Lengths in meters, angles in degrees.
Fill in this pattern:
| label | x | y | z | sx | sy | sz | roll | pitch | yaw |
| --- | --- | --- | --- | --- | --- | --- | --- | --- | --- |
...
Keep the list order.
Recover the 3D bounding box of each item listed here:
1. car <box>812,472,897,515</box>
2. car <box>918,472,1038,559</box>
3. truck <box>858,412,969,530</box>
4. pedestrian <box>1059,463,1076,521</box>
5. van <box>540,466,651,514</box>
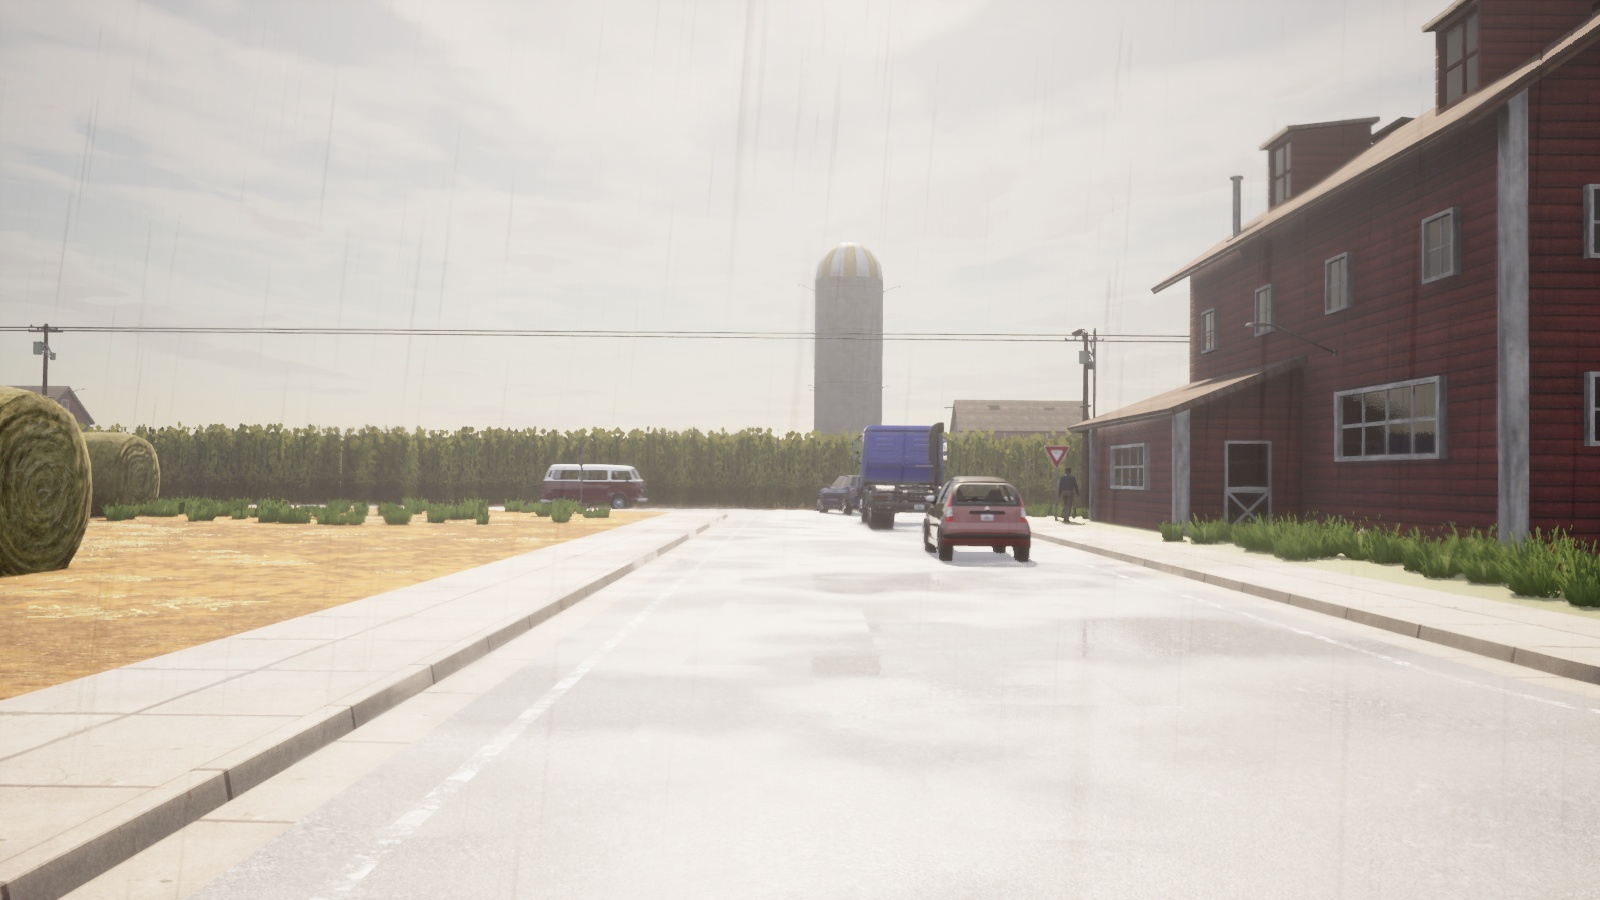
| label | x | y | z | sx | sy | sz | roll | pitch | yaw |
| --- | --- | --- | --- | --- | --- | --- | --- | --- | --- |
| car | 2.271 | 1.835 | 53.764 | 2.097 | 1.767 | 4.553 | 0 | -1 | -19 |
| car | 3.508 | 1.266 | 25.420 | 1.851 | 1.617 | 3.988 | 0 | -1 | 0 |
| truck | 3.506 | 0.706 | 40.787 | 2.891 | 3.462 | 7.936 | 0 | -1 | 0 |
| pedestrian | 8.626 | 1.355 | 40.455 | 0.370 | 1.835 | 0.726 | 0 | -1 | 25 |
| van | -8.905 | 1.718 | 54.837 | 4.480 | 2.038 | 2.069 | 0 | -1 | 1 |
